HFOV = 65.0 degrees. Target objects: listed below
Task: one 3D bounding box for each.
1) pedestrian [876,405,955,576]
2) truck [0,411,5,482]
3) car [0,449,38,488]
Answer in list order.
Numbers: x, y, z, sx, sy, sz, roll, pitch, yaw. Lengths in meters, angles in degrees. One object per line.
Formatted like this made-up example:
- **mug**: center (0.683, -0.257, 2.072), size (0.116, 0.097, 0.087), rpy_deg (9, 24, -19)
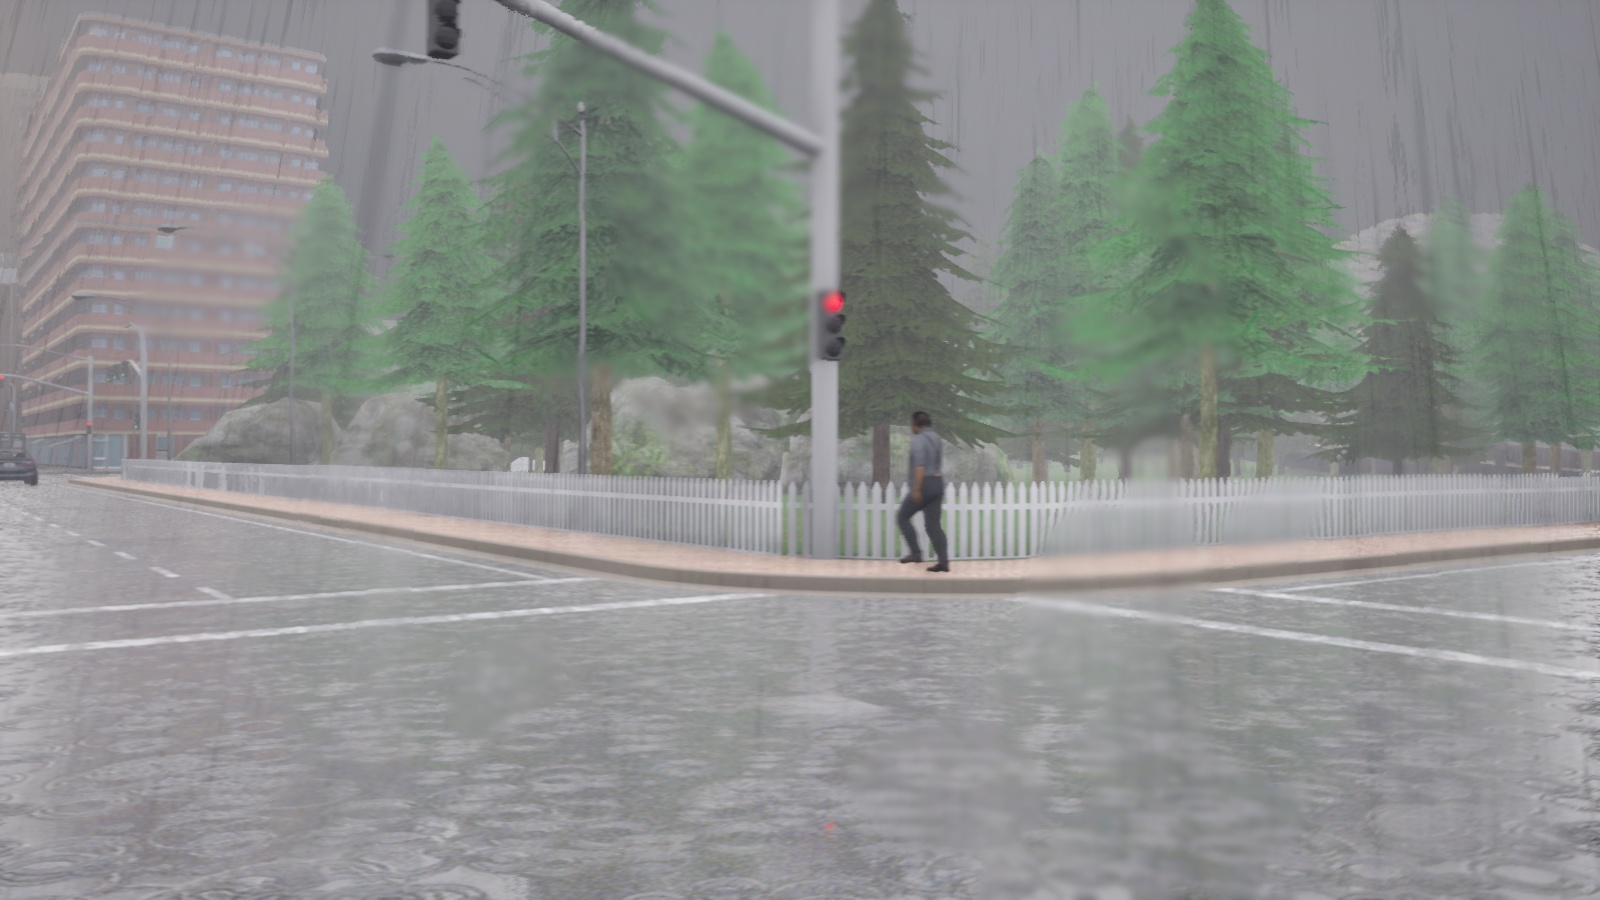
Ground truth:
- **pedestrian**: center (1.288, 0.435, 14.004), size (0.694, 1.848, 0.540), rpy_deg (0, 0, 40)
- **truck**: center (-46.843, -0.173, 65.926), size (8.468, 3.827, 2.891), rpy_deg (0, 0, -37)
- **car**: center (-35.504, 0.801, 56.020), size (2.242, 1.667, 4.611), rpy_deg (0, 0, -36)
